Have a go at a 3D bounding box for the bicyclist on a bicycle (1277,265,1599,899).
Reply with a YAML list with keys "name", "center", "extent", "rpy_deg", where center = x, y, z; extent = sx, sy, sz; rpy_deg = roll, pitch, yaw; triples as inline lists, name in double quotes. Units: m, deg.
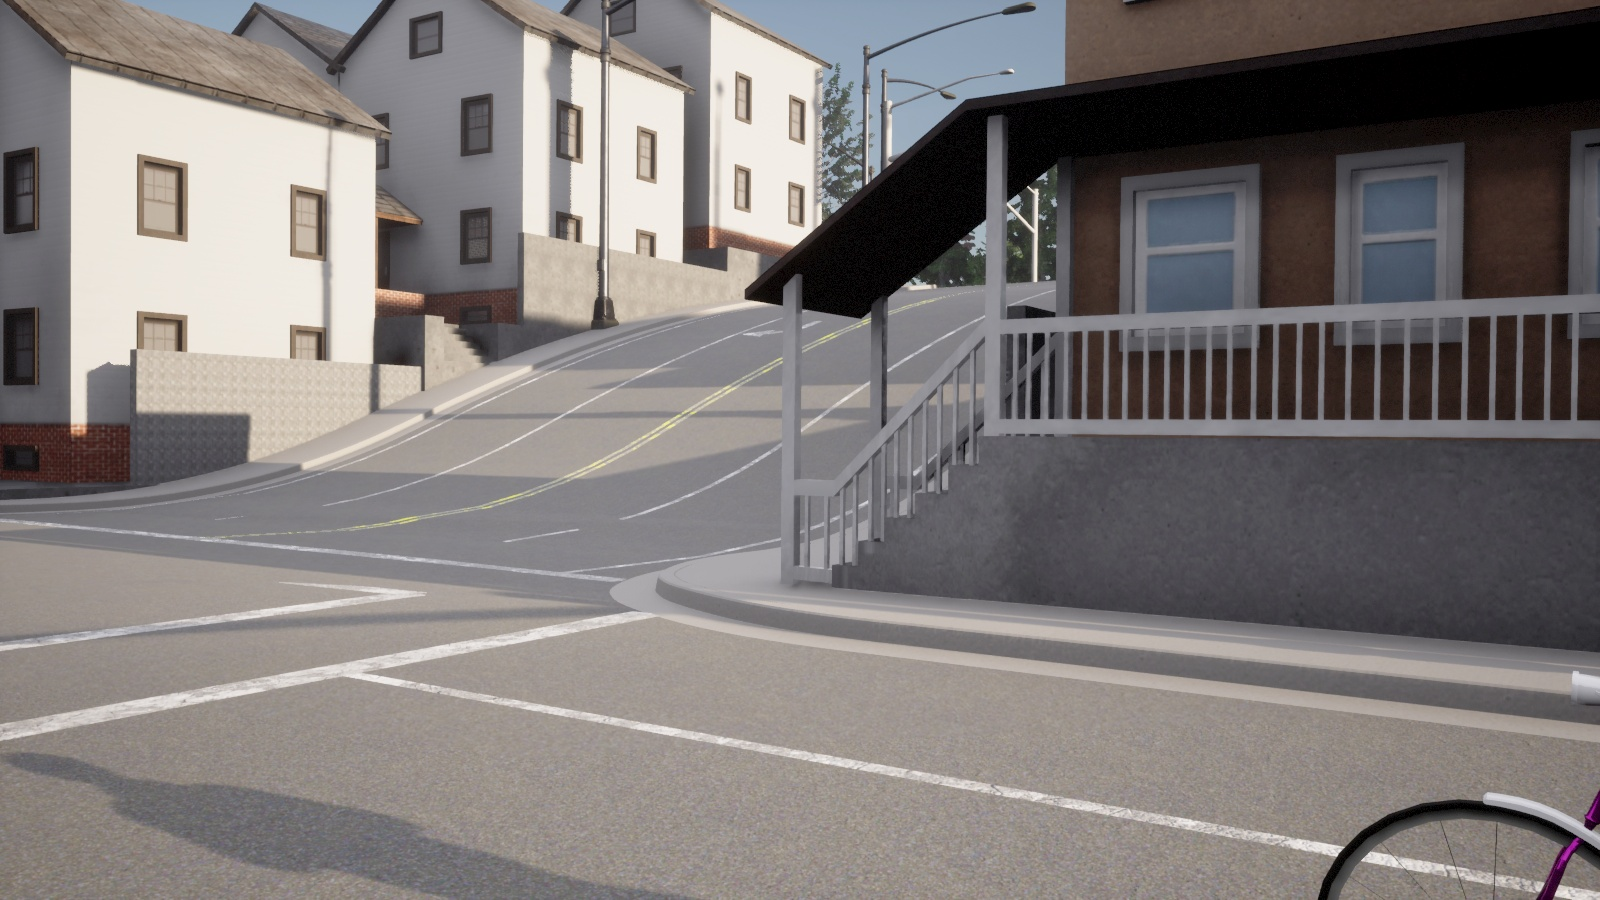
- name: "bicyclist on a bicycle"
  center: [1.928, 0.552, 2.340]
  extent: [1.843, 1.776, 0.659]
  rpy_deg: [0, 1, 34]
